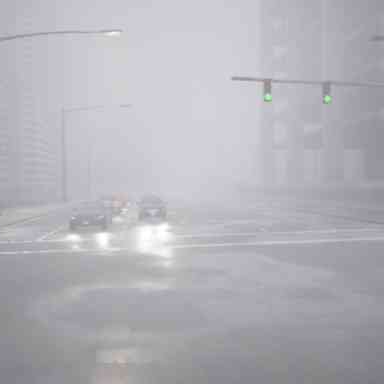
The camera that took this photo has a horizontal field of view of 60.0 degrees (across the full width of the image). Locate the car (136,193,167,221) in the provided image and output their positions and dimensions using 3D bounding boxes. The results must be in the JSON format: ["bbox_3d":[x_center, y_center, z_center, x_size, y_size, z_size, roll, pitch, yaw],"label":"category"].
[{"bbox_3d":[-2.851,1.119,23.637,2.128,1.511,4.902,-1,1,-8],"label":"car"}]

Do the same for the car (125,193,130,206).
[{"bbox_3d":[-8.477,0.933,37.882,1.882,1.535,5.008,-1,1,-8],"label":"car"}]

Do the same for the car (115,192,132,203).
[{"bbox_3d":[-10.061,0.834,48.994,2.033,1.411,5.357,-1,1,-8],"label":"car"}]

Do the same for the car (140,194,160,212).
[{"bbox_3d":[-4.186,0.994,32.754,1.837,1.490,4.892,-1,1,-8],"label":"car"}]

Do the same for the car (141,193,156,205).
[{"bbox_3d":[-5.632,0.865,42.680,1.812,1.442,4.674,-1,1,-8],"label":"car"}]

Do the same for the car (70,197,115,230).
[{"bbox_3d":[-5.707,1.265,19.134,1.812,1.442,4.674,-1,1,-9],"label":"car"}]

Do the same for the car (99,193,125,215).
[{"bbox_3d":[-7.011,0.959,27.832,2.097,1.767,4.553,-1,1,-8],"label":"car"}]
